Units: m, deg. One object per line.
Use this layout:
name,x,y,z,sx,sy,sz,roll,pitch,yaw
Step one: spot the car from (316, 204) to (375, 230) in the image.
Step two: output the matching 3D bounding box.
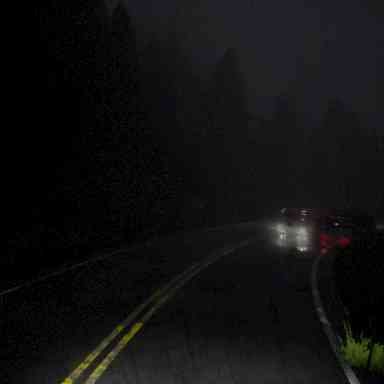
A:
car,10.455,1.804,21.828,2.128,1.511,4.902,5,2,44

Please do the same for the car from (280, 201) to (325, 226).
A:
car,8.532,1.448,24.753,4.553,1.767,2.097,2,2,-44
